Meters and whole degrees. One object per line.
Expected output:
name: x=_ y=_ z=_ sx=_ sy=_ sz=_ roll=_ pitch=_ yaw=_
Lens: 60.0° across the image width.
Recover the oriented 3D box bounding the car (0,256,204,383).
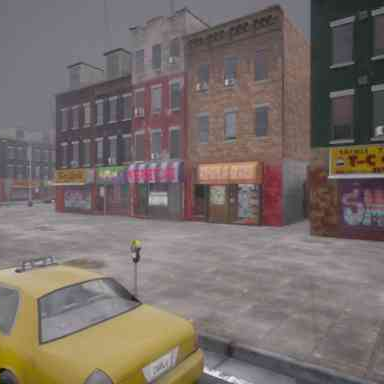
car: x=-2.159 y=1.525 z=4.338 sx=4.829 sy=1.417 sz=1.752 roll=0 pitch=0 yaw=35

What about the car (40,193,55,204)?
car: x=-18.150 y=0.790 z=45.319 sx=1.837 sy=1.490 sz=4.892 roll=0 pitch=3 yaw=35
